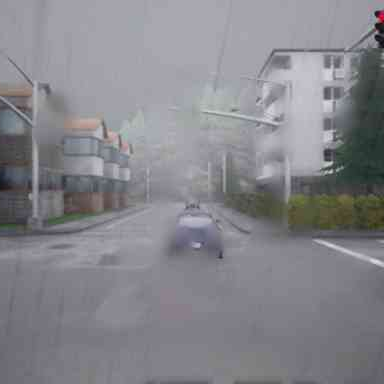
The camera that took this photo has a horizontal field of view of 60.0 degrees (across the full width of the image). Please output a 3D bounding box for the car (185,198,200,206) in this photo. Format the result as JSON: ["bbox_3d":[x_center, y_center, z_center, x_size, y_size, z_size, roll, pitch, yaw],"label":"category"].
[{"bbox_3d":[0.101,1.498,42.490,2.033,1.411,5.357,0,0,0],"label":"car"}]

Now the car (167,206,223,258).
[{"bbox_3d":[0.113,1.448,12.339,1.812,1.442,4.674,1,0,0],"label":"car"}]
